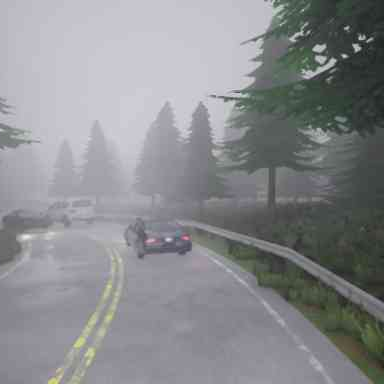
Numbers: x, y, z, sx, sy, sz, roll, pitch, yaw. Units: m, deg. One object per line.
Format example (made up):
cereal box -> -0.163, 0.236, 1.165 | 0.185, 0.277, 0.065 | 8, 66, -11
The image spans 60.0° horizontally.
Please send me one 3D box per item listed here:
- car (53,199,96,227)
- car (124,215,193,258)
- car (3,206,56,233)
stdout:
car -> -9.935, 1.616, 26.751 | 5.566, 2.045, 2.150 | -2, 1, 44
car -> -1.550, 1.657, 13.451 | 2.033, 1.411, 5.357 | -1, 0, -18
car -> -12.317, 2.056, 24.582 | 5.008, 1.535, 1.882 | -3, 1, 44
